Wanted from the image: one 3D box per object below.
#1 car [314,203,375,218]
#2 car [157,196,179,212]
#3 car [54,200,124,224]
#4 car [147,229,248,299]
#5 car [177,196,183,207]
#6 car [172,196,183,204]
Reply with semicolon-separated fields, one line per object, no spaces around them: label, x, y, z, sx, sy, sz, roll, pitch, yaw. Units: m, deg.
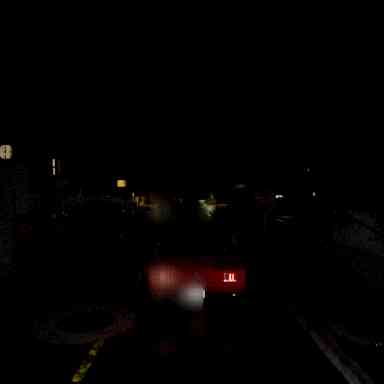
car;11.792;1.470;24.559;5.357;1.411;2.033;0;3;2
car;-2.850;1.540;39.026;1.812;1.442;4.674;0;0;0
car;-7.448;1.360;24.336;4.902;1.511;2.128;-1;4;-32
car;0.100;1.594;8.362;1.895;1.301;4.718;0;0;0
car;-2.838;1.610;51.600;1.994;1.385;4.181;0;0;0
car;-2.791;1.571;66.015;1.882;1.535;5.008;0;0;1
